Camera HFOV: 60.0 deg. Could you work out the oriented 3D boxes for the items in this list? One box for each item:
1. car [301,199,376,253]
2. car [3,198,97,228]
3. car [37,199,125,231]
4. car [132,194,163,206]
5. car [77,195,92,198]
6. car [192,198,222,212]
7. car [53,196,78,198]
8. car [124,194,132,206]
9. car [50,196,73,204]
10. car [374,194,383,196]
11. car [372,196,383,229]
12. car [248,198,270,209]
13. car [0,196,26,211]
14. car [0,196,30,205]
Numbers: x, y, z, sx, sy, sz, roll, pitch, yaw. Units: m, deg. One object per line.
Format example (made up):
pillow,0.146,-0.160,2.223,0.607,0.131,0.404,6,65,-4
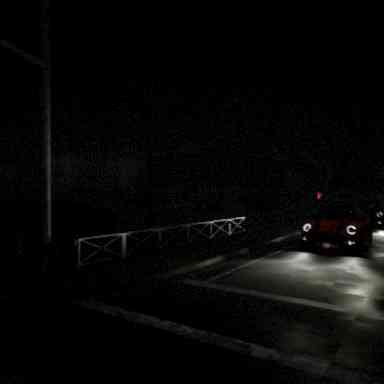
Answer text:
car,6.156,1.364,13.958,2.097,1.767,4.553,0,0,35
car,-9.216,1.415,22.039,2.152,1.636,5.027,0,0,35
car,-6.621,1.411,20.275,2.007,1.523,4.514,0,0,35
car,-6.751,1.247,52.379,1.932,1.855,4.605,0,0,35
car,-19.824,1.369,61.083,2.152,1.636,5.027,0,0,35
car,1.654,1.469,37.214,1.970,1.475,3.806,0,0,35
car,-14.481,1.454,35.134,1.845,1.501,3.633,0,0,35
car,-9.364,1.239,53.715,1.905,1.878,3.866,0,0,35
car,-25.256,1.475,64.514,1.970,1.475,3.806,0,0,35
car,17.591,1.235,30.469,2.150,2.045,5.566,0,0,35
car,11.760,1.365,22.075,2.097,1.767,4.553,0,0,35
car,8.363,1.445,41.564,1.845,1.501,3.633,0,0,35
car,-22.626,1.475,40.923,2.007,1.523,4.514,0,0,35
car,-32.310,1.556,60.860,2.007,1.523,4.514,0,0,35
